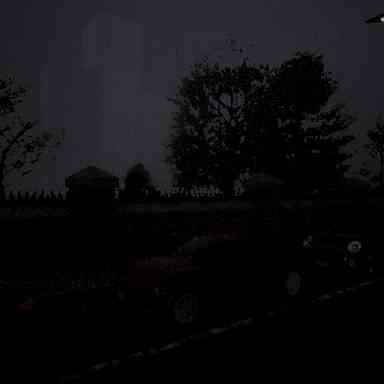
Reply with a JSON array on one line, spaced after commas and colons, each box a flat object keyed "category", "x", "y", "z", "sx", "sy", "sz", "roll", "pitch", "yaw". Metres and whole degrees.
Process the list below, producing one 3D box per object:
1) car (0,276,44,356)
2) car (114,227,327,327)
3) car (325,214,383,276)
[{"category": "car", "x": -3.962, "y": 1.582, "z": 3.733, "sx": 4.206, "sy": 1.307, "sz": 1.802, "roll": 0, "pitch": 0, "yaw": -35}, {"category": "car", "x": 0.620, "y": 1.547, "z": 7.002, "sx": 4.507, "sy": 1.381, "sz": 1.887, "roll": 0, "pitch": 0, "yaw": -35}, {"category": "car", "x": 5.203, "y": 1.449, "z": 10.270, "sx": 4.097, "sy": 1.590, "sz": 1.967, "roll": 0, "pitch": 0, "yaw": -35}]
